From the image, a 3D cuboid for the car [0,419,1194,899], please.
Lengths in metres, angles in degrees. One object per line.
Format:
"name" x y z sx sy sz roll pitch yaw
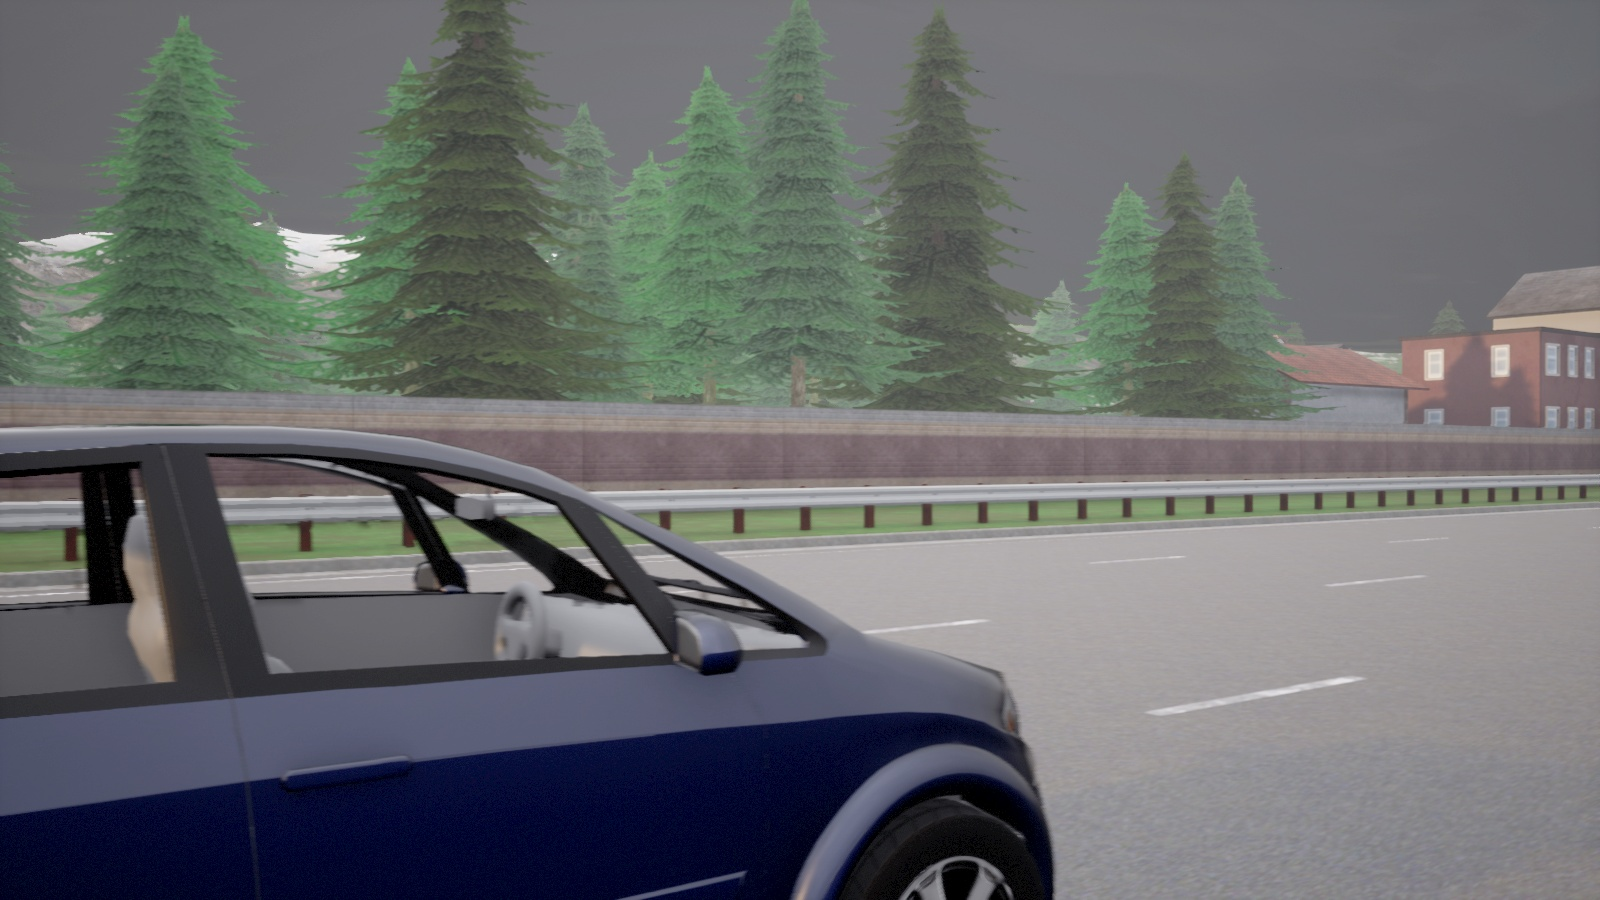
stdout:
"car" -1.004 0.733 2.961 3.705 1.549 1.789 0 0 -35
